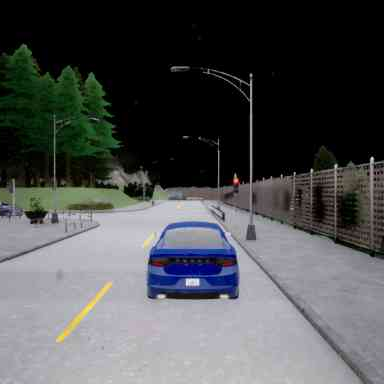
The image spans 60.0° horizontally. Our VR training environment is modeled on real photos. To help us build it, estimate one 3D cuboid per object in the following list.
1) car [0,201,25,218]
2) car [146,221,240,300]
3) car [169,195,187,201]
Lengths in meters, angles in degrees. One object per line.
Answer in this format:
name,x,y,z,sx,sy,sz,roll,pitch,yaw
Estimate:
car,-16.938,1.526,28.997,4.674,1.442,1.812,0,0,0
car,0.033,1.478,8.478,1.882,1.535,5.008,0,0,0
car,-3.849,1.540,87.969,5.357,1.411,2.033,0,0,40
